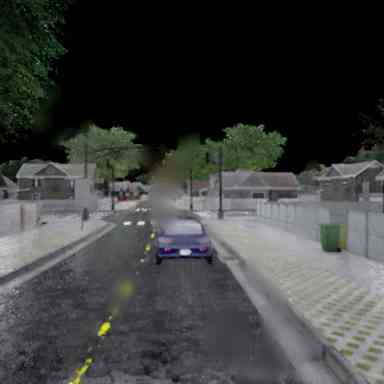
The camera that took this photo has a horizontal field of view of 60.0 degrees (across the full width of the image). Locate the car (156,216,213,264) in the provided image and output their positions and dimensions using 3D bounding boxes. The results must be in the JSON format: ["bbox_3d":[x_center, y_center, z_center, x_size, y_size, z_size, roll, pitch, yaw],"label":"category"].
[{"bbox_3d":[-0.321,1.609,12.049,1.812,1.442,4.674,0,0,-3],"label":"car"}]
